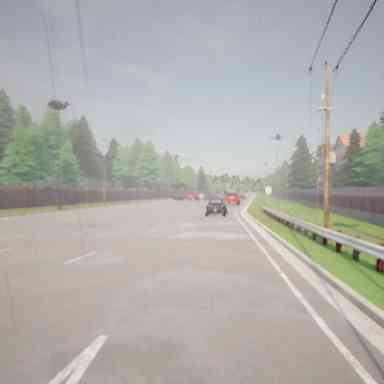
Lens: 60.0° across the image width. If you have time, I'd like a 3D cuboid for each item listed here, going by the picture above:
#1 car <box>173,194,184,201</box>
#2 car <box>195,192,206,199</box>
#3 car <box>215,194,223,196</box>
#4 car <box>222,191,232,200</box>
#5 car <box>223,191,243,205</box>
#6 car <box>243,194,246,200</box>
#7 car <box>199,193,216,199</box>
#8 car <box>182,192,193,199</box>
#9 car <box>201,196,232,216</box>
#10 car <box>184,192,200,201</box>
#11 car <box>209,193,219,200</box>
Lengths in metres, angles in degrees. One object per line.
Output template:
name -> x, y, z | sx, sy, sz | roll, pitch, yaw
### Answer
car -> -3.118, 1.264, 78.019 | 1.882, 1.535, 5.008 | 0, 0, 11
car -> 2.317, 0.979, 87.541 | 2.097, 1.767, 4.553 | 0, 0, 11
car -> 7.185, 1.354, 75.999 | 2.128, 1.511, 4.902 | 0, 0, 11
car -> 9.198, 0.877, 86.252 | 2.150, 2.045, 5.566 | 0, 0, 11
car -> 6.886, 1.108, 55.760 | 2.150, 2.045, 5.566 | 0, 0, 11
car -> 12.699, 1.188, 85.926 | 2.097, 1.767, 4.553 | 0, 0, 11
car -> 3.751, 1.340, 76.672 | 2.128, 1.511, 4.902 | 0, 0, 11
car -> -1.118, 0.965, 88.214 | 2.097, 1.767, 4.553 | 0, 0, 11
car -> 2.424, 1.421, 31.871 | 2.128, 1.511, 4.902 | 0, 0, 9
car -> 0.323, 1.026, 77.375 | 2.150, 2.045, 5.566 | 0, 0, 11
car -> 5.756, 1.163, 86.897 | 2.128, 1.511, 4.902 | 0, 0, 11
